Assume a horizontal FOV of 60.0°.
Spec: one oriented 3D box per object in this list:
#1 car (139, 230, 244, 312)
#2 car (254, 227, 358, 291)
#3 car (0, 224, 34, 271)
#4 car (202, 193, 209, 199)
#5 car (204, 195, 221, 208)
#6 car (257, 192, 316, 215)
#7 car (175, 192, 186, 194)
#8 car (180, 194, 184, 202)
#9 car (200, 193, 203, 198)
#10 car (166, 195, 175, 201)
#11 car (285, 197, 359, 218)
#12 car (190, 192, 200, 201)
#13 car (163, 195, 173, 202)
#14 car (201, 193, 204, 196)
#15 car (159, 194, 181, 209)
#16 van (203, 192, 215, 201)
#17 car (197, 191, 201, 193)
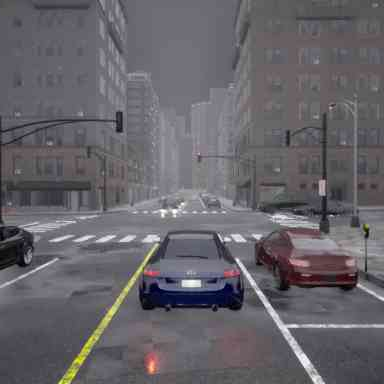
[{"bbox_3d":[0.002,1.562,7.799,1.994,1.385,4.181,0,0,0],"label":"car"},{"bbox_3d":[2.759,1.580,8.720,1.802,1.307,4.206,0,0,0],"label":"car"},{"bbox_3d":[-5.766,1.564,8.722,1.947,1.339,4.313,0,0,0],"label":"car"},{"bbox_3d":[3.816,1.145,93.078,1.882,1.535,5.008,0,0,0],"label":"car"},{"bbox_3d":[3.034,1.508,45.929,1.802,1.307,4.206,0,0,0],"label":"car"},{"bbox_3d":[8.994,1.042,31.232,5.566,2.045,2.150,-1,0,0],"label":"car"},{"bbox_3d":[-2.548,1.332,68.486,2.128,1.511,4.902,0,0,1],"label":"car"},{"bbox_3d":[-2.752,1.427,53.925,1.812,1.442,4.674,0,0,0],"label":"car"},{"bbox_3d":[3.274,1.389,73.694,1.802,1.307,4.206,0,0,0],"label":"car"},{"bbox_3d":[-5.203,1.349,79.322,1.802,1.307,4.206,0,0,0],"label":"car"},{"bbox_3d":[11.025,1.356,27.976,5.357,1.411,2.033,-1,0,0],"label":"car"},{"bbox_3d":[0.516,1.319,74.368,1.812,1.442,4.674,0,0,0],"label":"car"},{"bbox_3d":[-5.251,1.358,73.770,2.008,1.369,4.403,0,0,0],"label":"car"},{"bbox_3d":[3.227,1.425,68.138,1.802,1.307,4.206,0,0,0],"label":"car"},{"bbox_3d":[-2.838,1.437,43.904,1.837,1.490,4.892,0,0,2],"label":"car"},{"bbox_3d":[3.081,1.250,51.480,1.690,1.788,3.998,0,0,0],"label":"van"},{"bbox_3d":[0.601,1.088,84.368,2.128,1.511,4.902,0,0,0],"label":"car"}]
